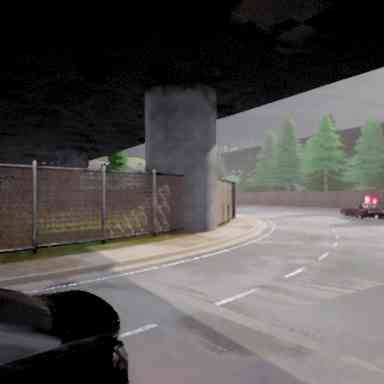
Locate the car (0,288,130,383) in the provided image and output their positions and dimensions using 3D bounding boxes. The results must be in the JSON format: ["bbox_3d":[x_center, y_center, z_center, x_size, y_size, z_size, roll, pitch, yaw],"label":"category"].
[{"bbox_3d":[-2.898,1.507,2.170,5.008,1.535,1.882,0,0,-36],"label":"car"}]

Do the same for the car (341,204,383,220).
[{"bbox_3d":[14.976,1.690,29.231,1.895,1.301,4.718,0,0,0],"label":"car"}]
